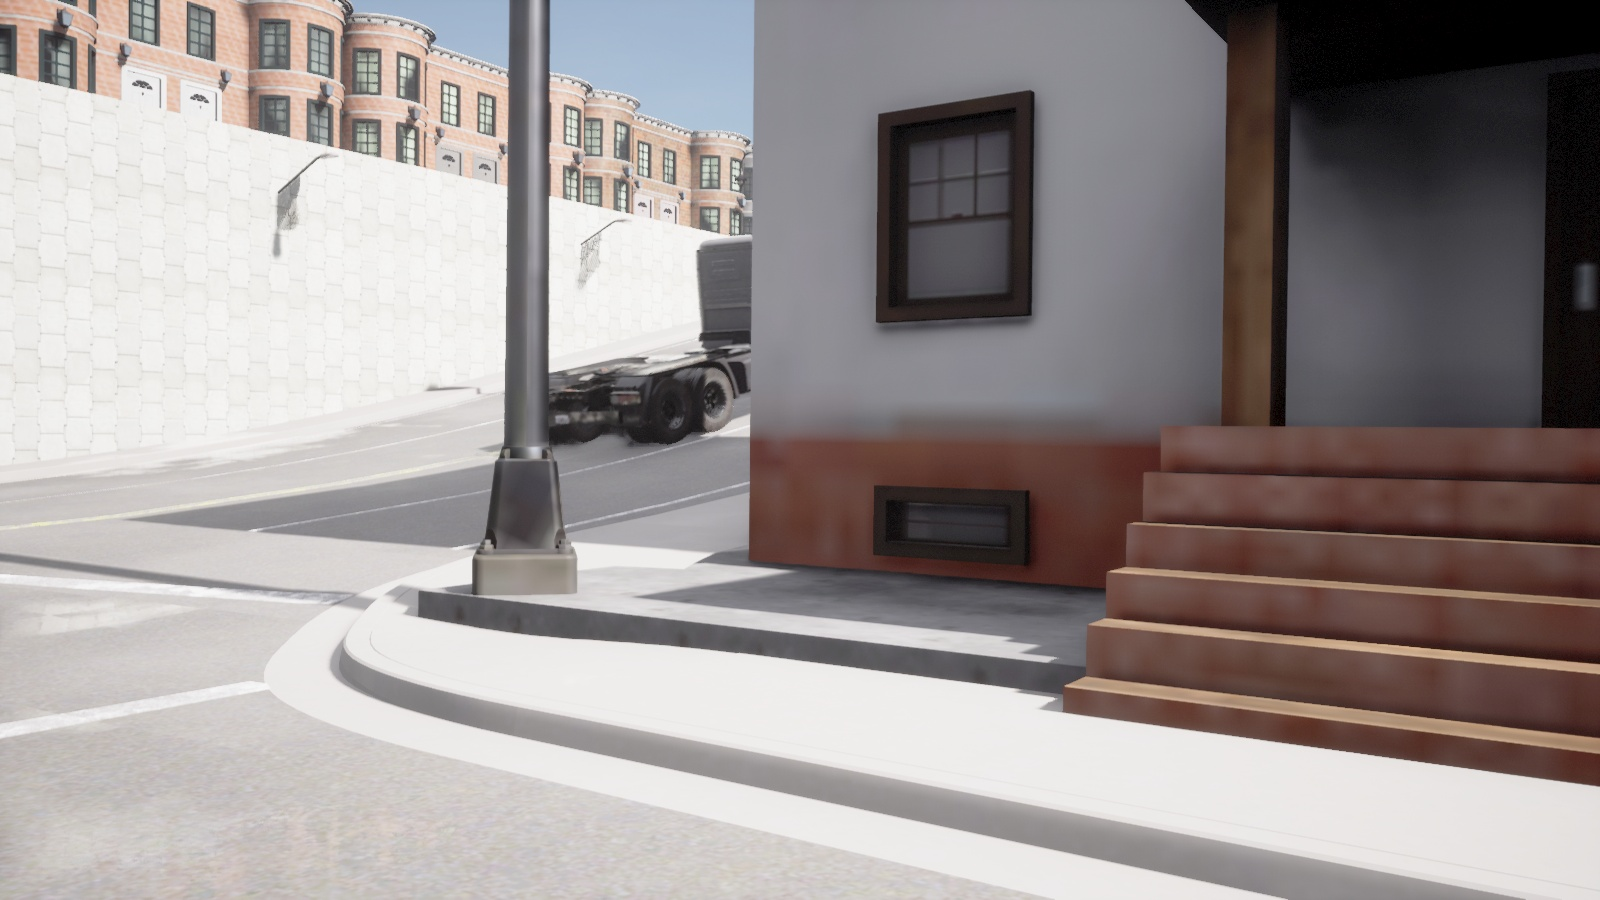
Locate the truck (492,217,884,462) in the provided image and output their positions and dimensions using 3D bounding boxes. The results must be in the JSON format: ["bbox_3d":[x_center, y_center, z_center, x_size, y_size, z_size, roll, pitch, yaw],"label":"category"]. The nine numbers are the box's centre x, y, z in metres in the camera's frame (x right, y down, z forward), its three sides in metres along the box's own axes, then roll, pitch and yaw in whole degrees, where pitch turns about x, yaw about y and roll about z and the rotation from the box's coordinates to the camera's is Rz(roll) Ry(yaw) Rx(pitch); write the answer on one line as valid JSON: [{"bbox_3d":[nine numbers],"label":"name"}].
[{"bbox_3d":[-1.758,-2.372,24.499,2.891,3.462,7.936,0,13,34],"label":"truck"}]
